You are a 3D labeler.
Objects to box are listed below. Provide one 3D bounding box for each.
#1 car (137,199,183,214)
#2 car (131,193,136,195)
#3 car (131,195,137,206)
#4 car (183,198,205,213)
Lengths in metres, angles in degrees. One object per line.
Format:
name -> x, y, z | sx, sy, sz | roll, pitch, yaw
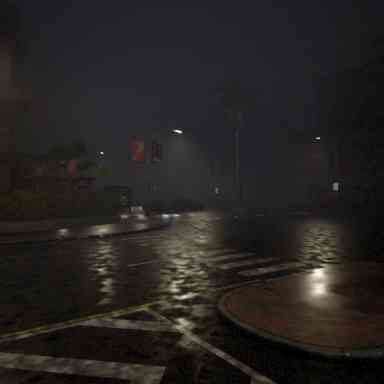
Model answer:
car -> -3.552, 1.547, 36.125 | 2.033, 1.411, 5.357 | 0, 0, -35
car -> -13.431, 1.220, 68.429 | 2.150, 2.045, 5.566 | 0, 0, -39
car -> -9.381, 1.526, 50.554 | 1.812, 1.442, 4.674 | 0, 0, -35
car -> -0.547, 1.478, 37.938 | 1.882, 1.535, 5.008 | 0, 0, -35
